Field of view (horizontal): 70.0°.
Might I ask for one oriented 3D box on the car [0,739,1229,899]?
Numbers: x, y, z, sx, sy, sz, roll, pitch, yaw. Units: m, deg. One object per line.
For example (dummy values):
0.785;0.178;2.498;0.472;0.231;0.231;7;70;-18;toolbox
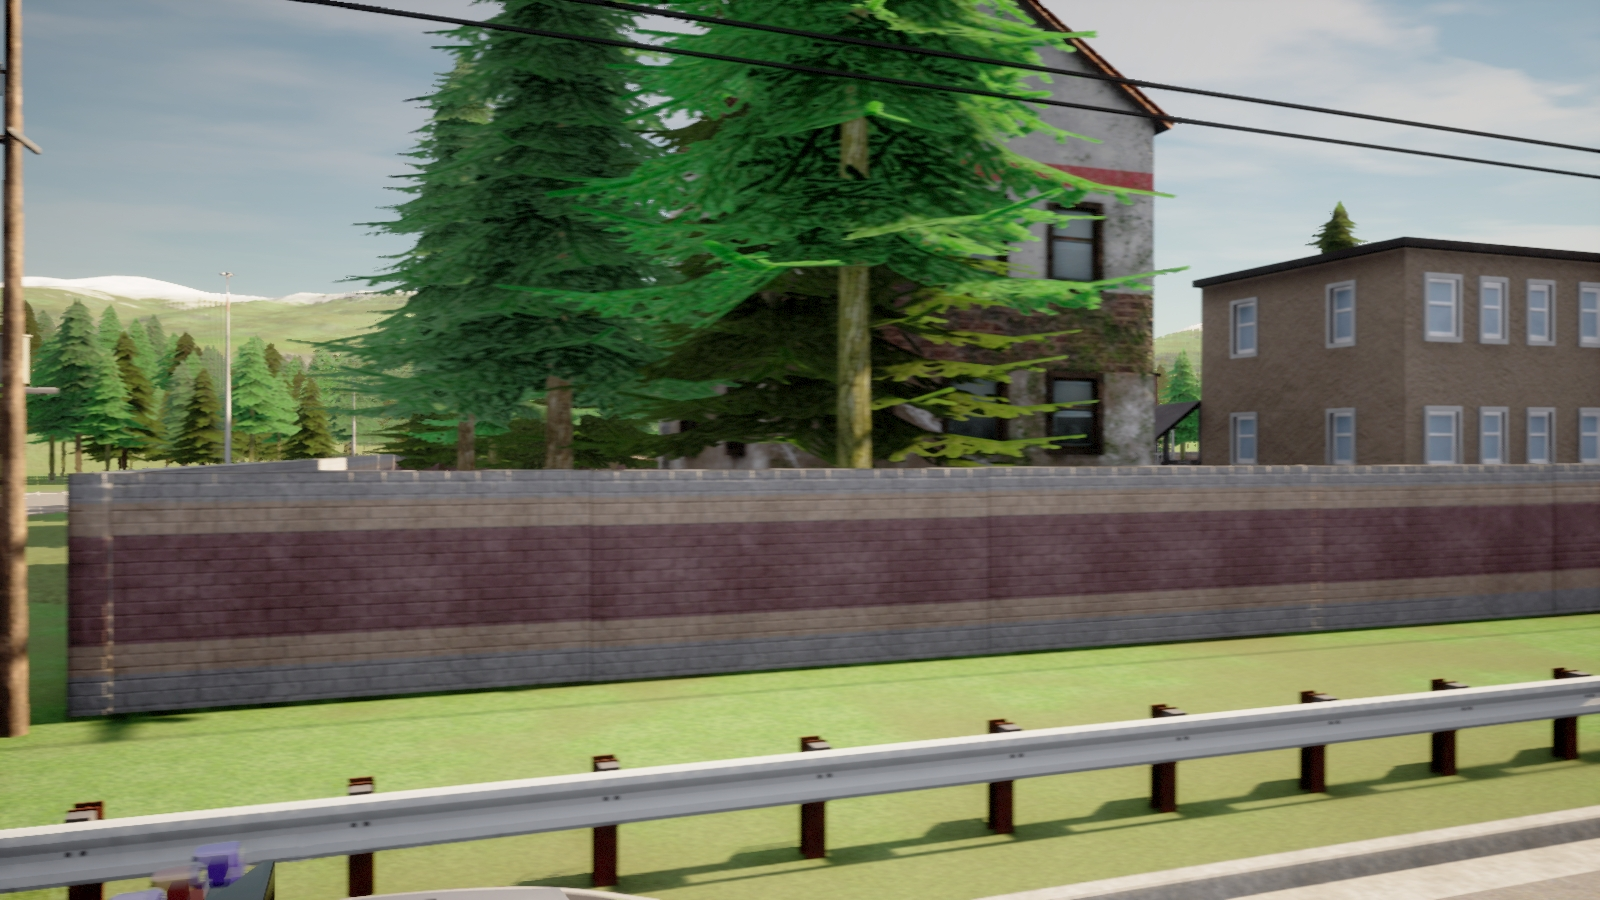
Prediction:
-1.590;1.981;2.723;5.238;1.638;2.097;0;0;-20;car
